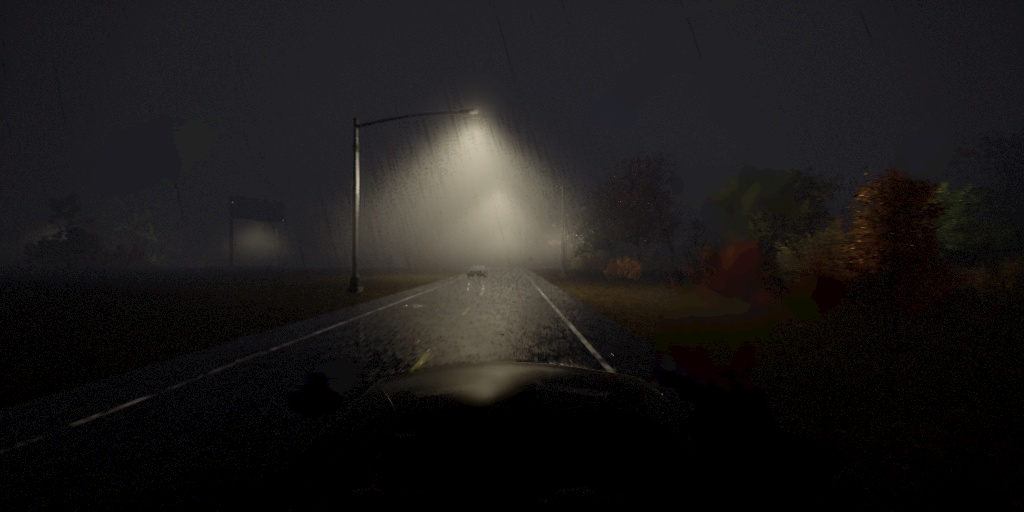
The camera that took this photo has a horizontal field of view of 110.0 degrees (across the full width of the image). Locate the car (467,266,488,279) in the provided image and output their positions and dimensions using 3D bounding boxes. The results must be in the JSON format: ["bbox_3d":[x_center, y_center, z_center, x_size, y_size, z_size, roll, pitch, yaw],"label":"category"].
[{"bbox_3d":[-3.589,1.656,37.626,1.895,1.301,4.718,0,0,0],"label":"car"}]
